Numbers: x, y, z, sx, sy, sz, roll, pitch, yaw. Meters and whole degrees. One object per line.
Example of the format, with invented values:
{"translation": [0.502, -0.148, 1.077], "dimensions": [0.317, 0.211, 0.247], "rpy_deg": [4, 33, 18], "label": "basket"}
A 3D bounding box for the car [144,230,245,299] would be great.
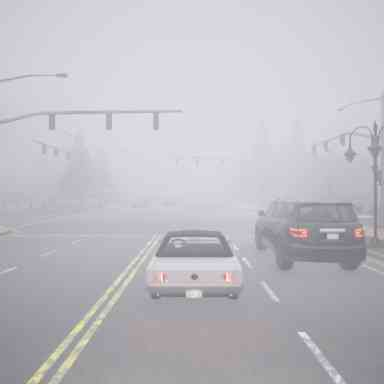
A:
{"translation": [0.064, 1.601, 8.379], "dimensions": [1.895, 1.301, 4.718], "rpy_deg": [0, 0, 0], "label": "car"}

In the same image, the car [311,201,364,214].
{"translation": [14.939, 1.601, 34.318], "dimensions": [4.718, 1.301, 1.895], "rpy_deg": [0, 0, 0], "label": "car"}

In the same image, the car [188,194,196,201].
{"translation": [0.014, 1.514, 79.543], "dimensions": [1.812, 1.442, 4.674], "rpy_deg": [0, 0, 0], "label": "car"}

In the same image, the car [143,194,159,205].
{"translation": [-7.072, 1.547, 57.499], "dimensions": [2.033, 1.411, 5.357], "rpy_deg": [0, 0, 0], "label": "car"}

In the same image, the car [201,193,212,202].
{"translation": [3.514, 1.215, 79.199], "dimensions": [2.150, 2.045, 5.566], "rpy_deg": [0, 0, 0], "label": "car"}

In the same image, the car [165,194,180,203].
{"translation": [-3.571, 1.506, 61.551], "dimensions": [1.837, 1.490, 4.892], "rpy_deg": [0, 0, -1], "label": "car"}

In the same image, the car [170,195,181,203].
{"translation": [-3.487, 1.525, 72.012], "dimensions": [2.128, 1.511, 4.902], "rpy_deg": [0, 0, 0], "label": "car"}

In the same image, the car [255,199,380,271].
{"translation": [3.581, 1.221, 11.103], "dimensions": [2.150, 2.045, 5.566], "rpy_deg": [0, 0, 0], "label": "car"}

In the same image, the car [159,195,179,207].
{"translation": [-3.577, 1.564, 51.859], "dimensions": [1.994, 1.385, 4.181], "rpy_deg": [0, 0, 0], "label": "car"}

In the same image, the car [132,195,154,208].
{"translation": [-7.130, 1.547, 47.176], "dimensions": [2.033, 1.411, 5.357], "rpy_deg": [0, 0, 2], "label": "car"}

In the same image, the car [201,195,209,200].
{"translation": [3.516, 1.407, 89.851], "dimensions": [1.994, 1.385, 4.181], "rpy_deg": [0, 0, 0], "label": "car"}

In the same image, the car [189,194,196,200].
{"translation": [0.016, 1.379, 89.851], "dimensions": [1.812, 1.442, 4.674], "rpy_deg": [0, 0, 0], "label": "car"}
